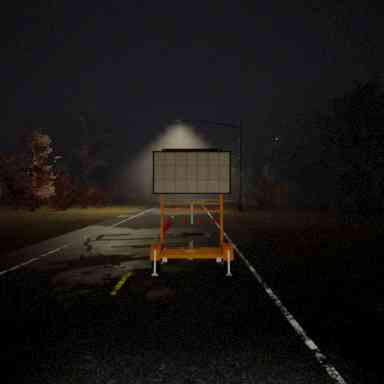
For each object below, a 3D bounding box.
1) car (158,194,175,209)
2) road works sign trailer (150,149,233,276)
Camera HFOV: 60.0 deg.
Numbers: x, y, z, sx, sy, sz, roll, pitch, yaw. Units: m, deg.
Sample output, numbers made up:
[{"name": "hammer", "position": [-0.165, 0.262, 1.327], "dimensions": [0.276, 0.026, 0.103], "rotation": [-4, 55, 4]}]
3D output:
[{"name": "car", "position": [-3.513, 1.220, 46.575], "dimensions": [2.150, 2.045, 5.566], "rotation": [0, 0, 0]}, {"name": "road works sign trailer", "position": [-0.004, 0.463, 10.335], "dimensions": [2.380, 3.560, 2.880], "rotation": [0, 0, 0]}]
